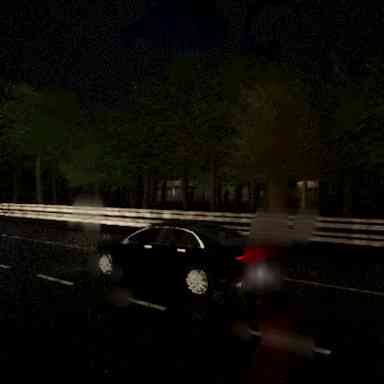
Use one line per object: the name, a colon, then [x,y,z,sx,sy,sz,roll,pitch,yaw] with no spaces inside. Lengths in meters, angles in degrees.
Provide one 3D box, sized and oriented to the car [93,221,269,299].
car: [-0.503,1.507,8.526,4.892,1.490,1.837,0,0,36]
